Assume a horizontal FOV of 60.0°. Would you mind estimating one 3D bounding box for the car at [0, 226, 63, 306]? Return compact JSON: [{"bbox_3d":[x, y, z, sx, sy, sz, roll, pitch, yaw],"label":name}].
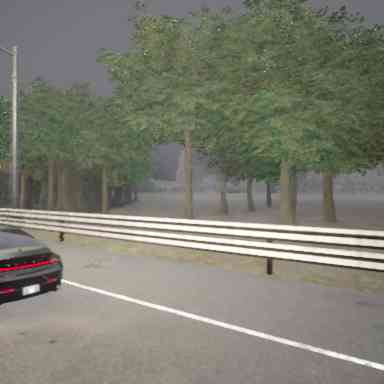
[{"bbox_3d":[-4.845,1.521,7.473,4.892,1.490,1.837,0,0,37],"label":"car"}]
